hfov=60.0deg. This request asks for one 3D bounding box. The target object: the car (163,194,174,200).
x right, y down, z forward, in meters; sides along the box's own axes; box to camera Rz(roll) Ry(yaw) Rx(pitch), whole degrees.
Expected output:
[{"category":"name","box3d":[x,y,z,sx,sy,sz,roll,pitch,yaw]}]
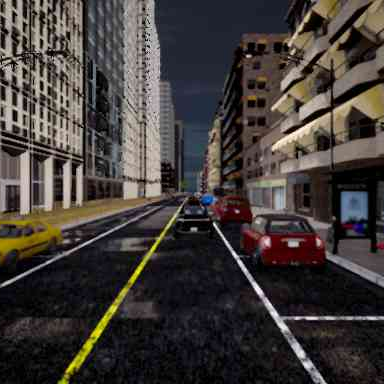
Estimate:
[{"category":"car","box3d":[-5.736,1.156,78.519,1.967,1.590,4.097,0,0,0]}]

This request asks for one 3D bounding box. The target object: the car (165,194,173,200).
[{"category":"car","box3d":[-5.739,1.279,84.167,1.802,1.307,4.206,0,0,0]}]

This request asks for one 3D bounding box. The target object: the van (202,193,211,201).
[{"category":"van","box3d":[2.658,1.128,55.928,1.690,1.788,3.998,0,0,0]}]

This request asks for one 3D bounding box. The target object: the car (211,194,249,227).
[{"category":"car","box3d":[2.679,1.225,22.037,2.192,1.841,5.009,0,0,0]}]

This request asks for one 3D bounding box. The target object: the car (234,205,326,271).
[{"category":"car","box3d":[2.685,1.395,10.740,1.967,1.590,4.097,0,0,0]}]

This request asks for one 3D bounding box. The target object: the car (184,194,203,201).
[{"category":"car","box3d":[0.074,1.341,41.641,1.837,1.490,4.892,0,0,0]}]

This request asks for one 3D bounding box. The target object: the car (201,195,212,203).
[{"category":"car","box3d":[2.655,1.334,61.578,1.947,1.339,4.313,0,0,0]}]

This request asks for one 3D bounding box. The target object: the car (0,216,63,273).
[{"category":"car","box3d":[-5.695,1.485,10.565,1.752,1.417,4.829,0,0,0]}]

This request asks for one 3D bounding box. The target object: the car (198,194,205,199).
[{"category":"car","box3d":[2.634,1.182,95.639,1.752,1.417,4.829,0,0,0]}]

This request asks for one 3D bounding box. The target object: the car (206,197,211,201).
[{"category":"car","box3d":[2.672,1.447,33.335,1.802,1.307,4.206,0,0,0]}]

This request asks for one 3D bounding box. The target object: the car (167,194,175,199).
[{"category":"car","box3d":[-5.743,1.245,89.816,1.947,1.339,4.313,0,0,0]}]

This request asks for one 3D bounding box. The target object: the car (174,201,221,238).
[{"category":"car","box3d":[0.090,1.424,17.110,2.128,1.511,4.902,0,0,0]}]

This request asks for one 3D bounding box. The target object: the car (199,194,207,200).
[{"category":"car","box3d":[2.641,1.237,84.171,1.887,1.381,4.507,0,0,0]}]
